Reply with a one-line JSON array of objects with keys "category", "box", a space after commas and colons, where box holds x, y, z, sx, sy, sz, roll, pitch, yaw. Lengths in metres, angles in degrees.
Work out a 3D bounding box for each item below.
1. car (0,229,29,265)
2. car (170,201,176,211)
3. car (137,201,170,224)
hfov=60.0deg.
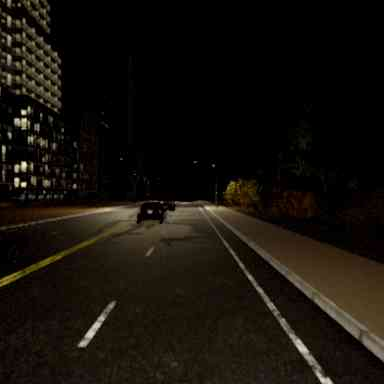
[{"category": "car", "box": [-6.636, 1.704, 9.429, 1.895, 1.301, 4.718, 0, -1, 0]}, {"category": "car", "box": [-3.357, 2.014, 47.552, 1.994, 1.385, 4.181, 0, -1, 0]}, {"category": "car", "box": [-3.268, 1.617, 27.889, 2.097, 1.767, 4.553, 0, -1, 0]}]
